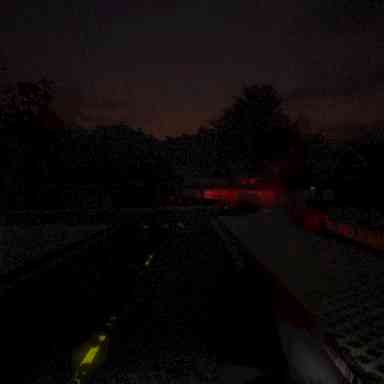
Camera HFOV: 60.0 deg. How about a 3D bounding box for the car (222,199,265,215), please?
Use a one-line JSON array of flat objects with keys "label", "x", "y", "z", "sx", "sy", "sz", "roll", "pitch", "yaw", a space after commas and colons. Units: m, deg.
[{"label": "car", "x": 4.936, "y": 1.397, "z": 31.855, "sx": 4.181, "sy": 1.385, "sz": 1.994, "roll": -1, "pitch": 4, "yaw": -28}]
